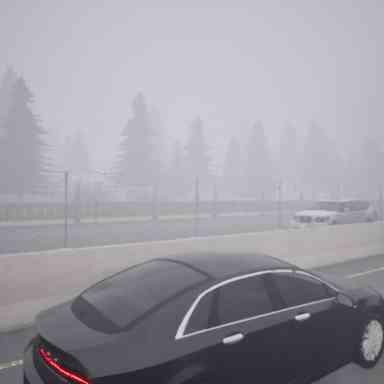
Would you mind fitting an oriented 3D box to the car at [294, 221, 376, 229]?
[{"bbox_3d":[7.826,1.365,18.162,5.566,2.045,2.150,1,0,-35],"label":"car"}]

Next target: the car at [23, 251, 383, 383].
[{"bbox_3d":[0.621,1.530,4.192,4.892,1.490,1.837,0,0,-35],"label":"car"}]
